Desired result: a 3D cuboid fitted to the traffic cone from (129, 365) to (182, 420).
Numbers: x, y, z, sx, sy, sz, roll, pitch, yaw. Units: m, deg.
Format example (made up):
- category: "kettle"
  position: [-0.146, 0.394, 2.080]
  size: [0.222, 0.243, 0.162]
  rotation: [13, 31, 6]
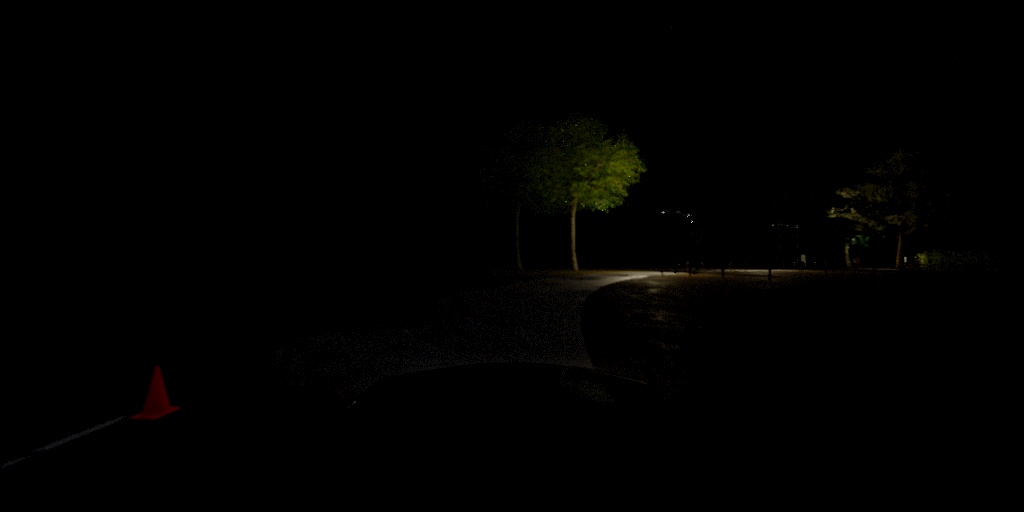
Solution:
- category: "traffic cone"
  position: [-4.411, 1.659, 4.452]
  size: [0.340, 0.580, 0.340]
  rotation: [0, 0, 3]
